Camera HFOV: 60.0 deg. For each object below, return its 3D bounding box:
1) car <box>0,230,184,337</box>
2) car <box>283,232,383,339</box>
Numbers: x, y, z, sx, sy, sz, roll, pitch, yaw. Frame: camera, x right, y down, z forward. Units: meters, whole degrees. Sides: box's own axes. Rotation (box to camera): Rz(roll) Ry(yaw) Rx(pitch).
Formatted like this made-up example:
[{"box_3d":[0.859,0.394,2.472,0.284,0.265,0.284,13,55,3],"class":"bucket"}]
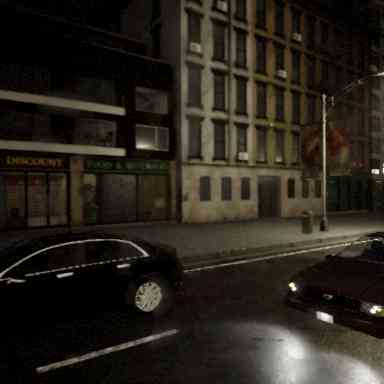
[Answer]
[{"box_3d":[-2.437,1.505,5.938,4.892,1.490,1.837,0,0,-35],"class":"car"},{"box_3d":[4.223,1.550,6.695,5.357,1.411,2.033,0,0,-35],"class":"car"}]
